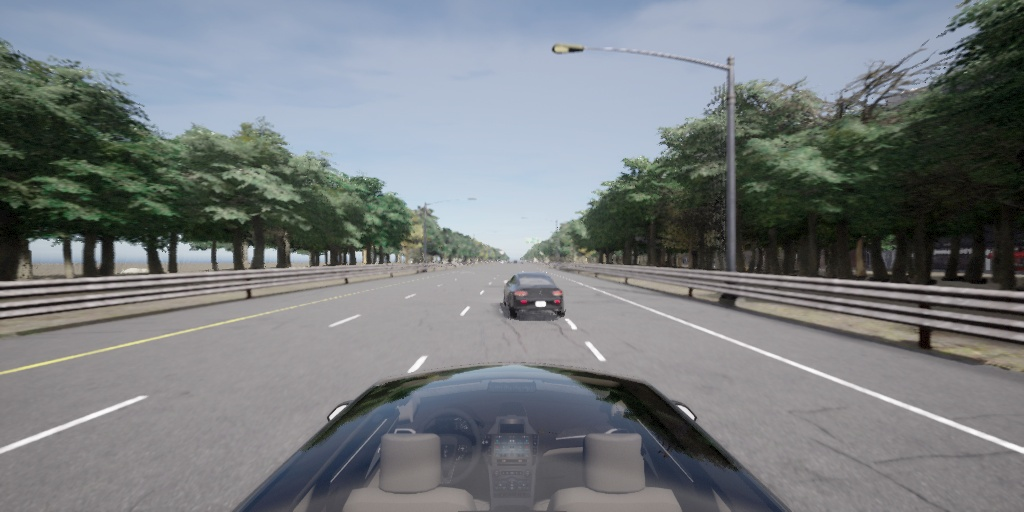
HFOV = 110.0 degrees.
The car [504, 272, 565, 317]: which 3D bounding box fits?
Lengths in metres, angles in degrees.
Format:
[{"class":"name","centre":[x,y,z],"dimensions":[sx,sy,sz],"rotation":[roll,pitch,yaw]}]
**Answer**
[{"class":"car","centre":[0.709,1.308,13.240],"dimensions":[1.812,1.442,4.674],"rotation":[0,0,-4]}]
